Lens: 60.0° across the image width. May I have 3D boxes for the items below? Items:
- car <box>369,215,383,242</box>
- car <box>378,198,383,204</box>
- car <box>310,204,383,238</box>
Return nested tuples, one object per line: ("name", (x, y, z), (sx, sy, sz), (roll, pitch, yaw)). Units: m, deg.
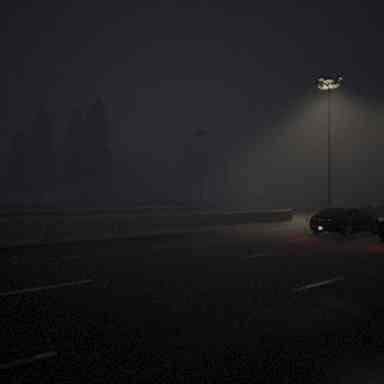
("car", (10.596, 1.607, 15.604), (4.892, 1.490, 1.837), (0, 0, -35))
("car", (39.497, 1.982, 66.434), (5.566, 2.045, 2.150), (2, -1, -35))
("car", (8.554, 1.607, 18.450), (4.892, 1.490, 1.837), (1, 0, -35))
